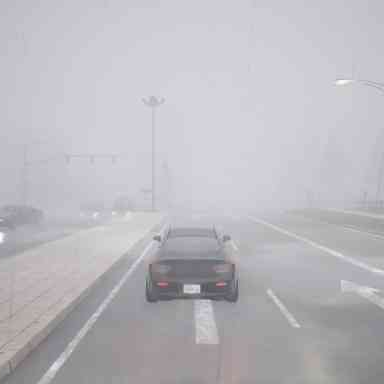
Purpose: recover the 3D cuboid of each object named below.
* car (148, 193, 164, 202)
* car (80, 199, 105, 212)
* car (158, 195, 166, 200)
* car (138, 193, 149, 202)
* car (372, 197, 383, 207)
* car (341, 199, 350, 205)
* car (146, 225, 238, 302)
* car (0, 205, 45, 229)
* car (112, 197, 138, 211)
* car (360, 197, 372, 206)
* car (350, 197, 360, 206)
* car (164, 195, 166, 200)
[{"bbox_3d":[-8.190,1.478,75.875,1.882,1.535,5.008,0,0,-1],"label":"car"},{"bbox_3d":[-11.590,1.526,39.029,1.812,1.442,4.674,0,0,0],"label":"car"},{"bbox_3d":[-8.485,1.524,95.044,1.812,1.442,4.674,0,0,-1],"label":"car"},{"bbox_3d":[-11.685,1.553,75.572,1.994,1.385,4.181,0,0,-1],"label":"car"},{"bbox_3d":[27.503,1.352,44.867,4.553,1.767,2.097,0,0,0],"label":"car"},{"bbox_3d":[27.186,1.564,55.362,4.181,1.385,1.994,0,0,-1],"label":"car"},{"bbox_3d":[0.000,1.526,8.106,1.812,1.442,4.674,0,0,0],"label":"car"},{"bbox_3d":[-11.561,1.547,21.660,2.033,1.411,5.357,0,0,1],"label":"car"},{"bbox_3d":[-8.104,1.352,39.621,2.097,1.767,4.553,0,0,0],"label":"car"},{"bbox_3d":[27.601,1.601,48.364,4.718,1.301,1.895,0,0,0],"label":"car"},{"bbox_3d":[27.775,1.526,51.864,4.674,1.442,1.812,0,0,0],"label":"car"},{"bbox_3d":[-8.326,1.553,84.713,1.994,1.385,4.181,0,0,-1],"label":"car"}]
